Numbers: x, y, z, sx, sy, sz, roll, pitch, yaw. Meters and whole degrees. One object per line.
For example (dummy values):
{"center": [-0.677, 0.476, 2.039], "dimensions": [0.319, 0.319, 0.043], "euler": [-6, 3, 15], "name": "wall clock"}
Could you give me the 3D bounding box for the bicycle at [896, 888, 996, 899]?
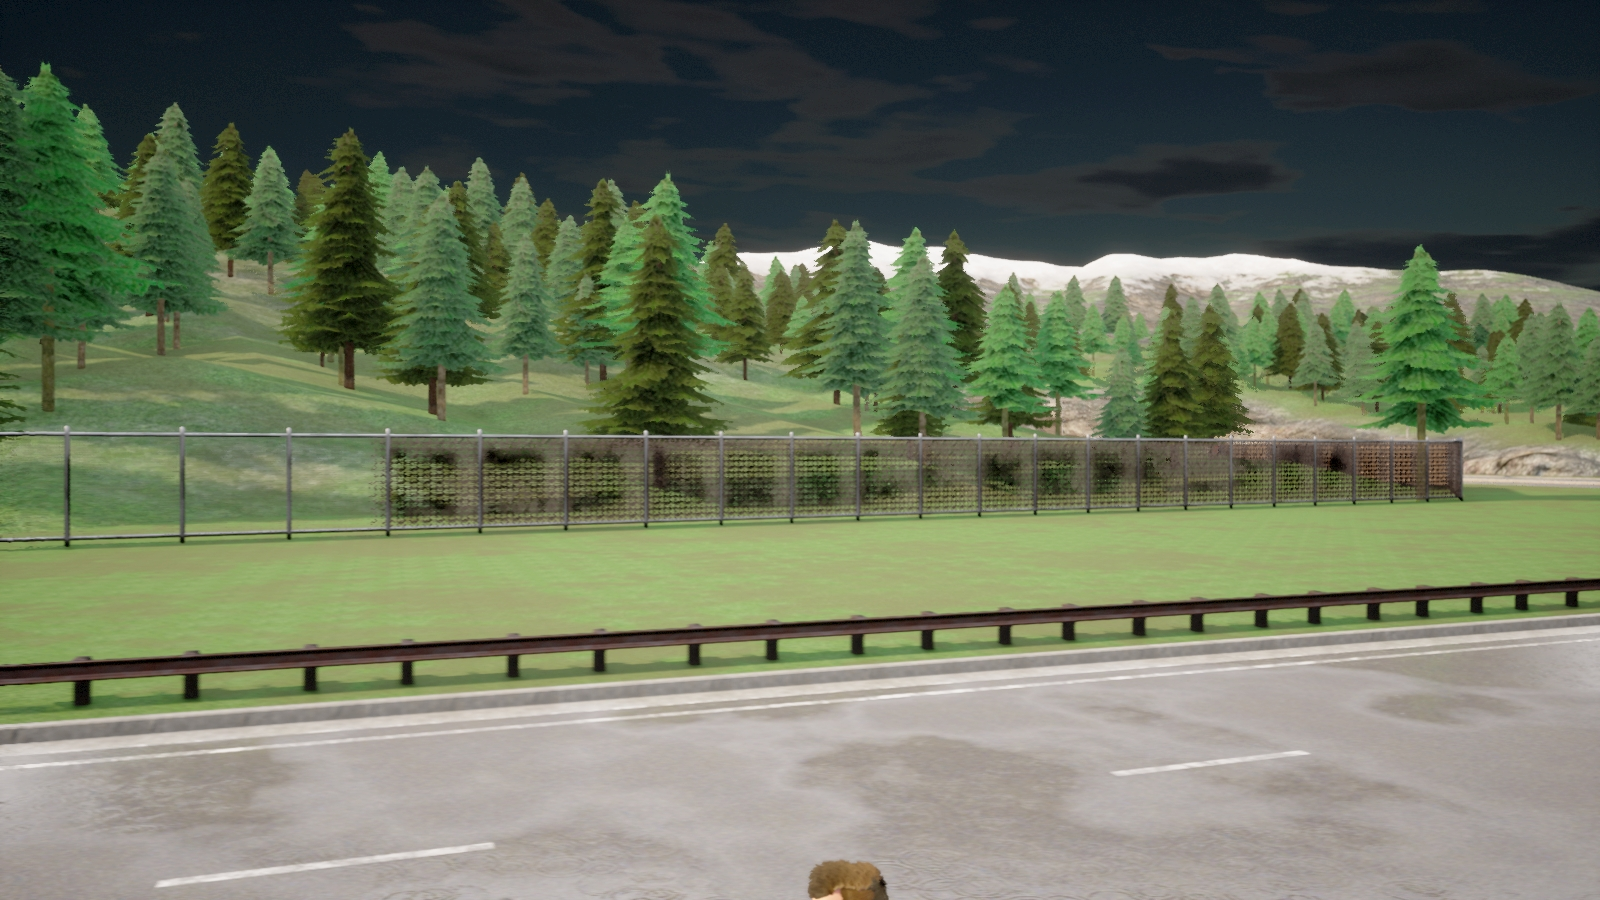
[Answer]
{"center": [0.067, 2.158, 3.309], "dimensions": [1.487, 1.277, 0.859], "euler": [0, 0, -20], "name": "bicycle"}
